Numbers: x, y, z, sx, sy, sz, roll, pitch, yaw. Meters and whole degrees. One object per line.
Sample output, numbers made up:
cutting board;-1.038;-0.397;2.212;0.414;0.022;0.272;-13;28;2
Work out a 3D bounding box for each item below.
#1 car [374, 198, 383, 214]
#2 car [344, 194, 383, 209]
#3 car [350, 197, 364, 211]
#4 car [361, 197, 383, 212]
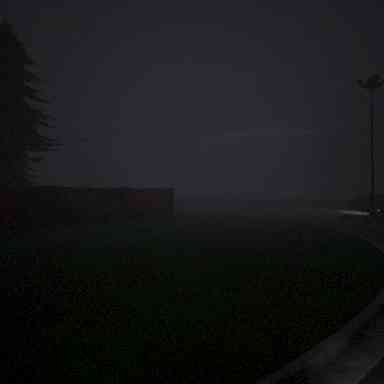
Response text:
car;21.116;1.602;32.925;4.892;1.490;1.837;0;0;10
car;22.845;1.339;43.283;5.566;2.045;2.150;0;0;10
car;22.047;1.636;39.861;4.674;1.442;1.812;0;0;10
car;21.735;1.609;36.371;4.892;1.490;1.837;0;0;10
